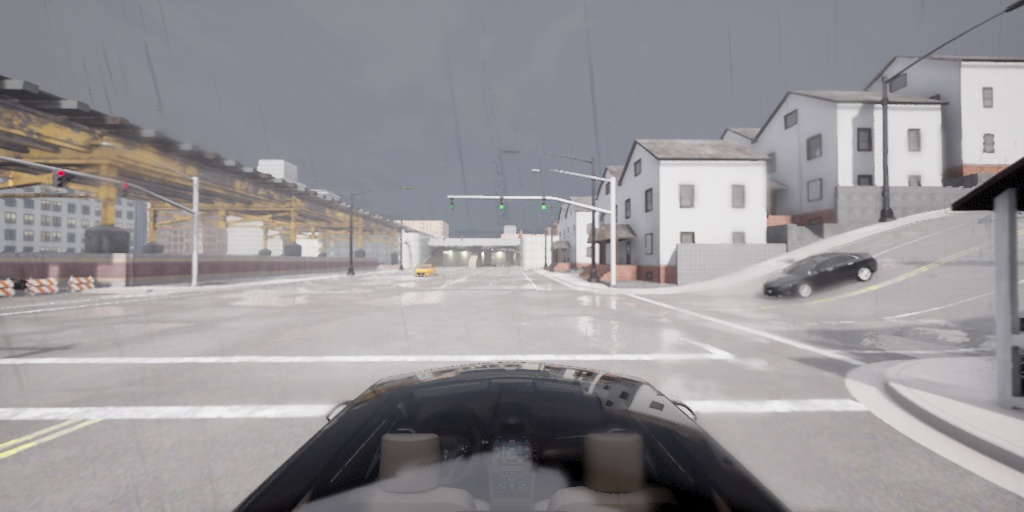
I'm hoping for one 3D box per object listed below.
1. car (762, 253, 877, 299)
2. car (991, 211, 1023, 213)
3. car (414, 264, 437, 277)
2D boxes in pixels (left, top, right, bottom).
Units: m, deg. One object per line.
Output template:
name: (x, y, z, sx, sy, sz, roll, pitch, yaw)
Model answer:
car: (14.590, 0.821, 17.187, 4.892, 1.490, 1.837, -16, 0, -1)
car: (26.547, -3.048, 17.457, 4.718, 1.301, 1.895, -15, 0, -1)
car: (-10.483, 1.787, 43.675, 1.882, 1.535, 5.008, 0, 0, 0)
